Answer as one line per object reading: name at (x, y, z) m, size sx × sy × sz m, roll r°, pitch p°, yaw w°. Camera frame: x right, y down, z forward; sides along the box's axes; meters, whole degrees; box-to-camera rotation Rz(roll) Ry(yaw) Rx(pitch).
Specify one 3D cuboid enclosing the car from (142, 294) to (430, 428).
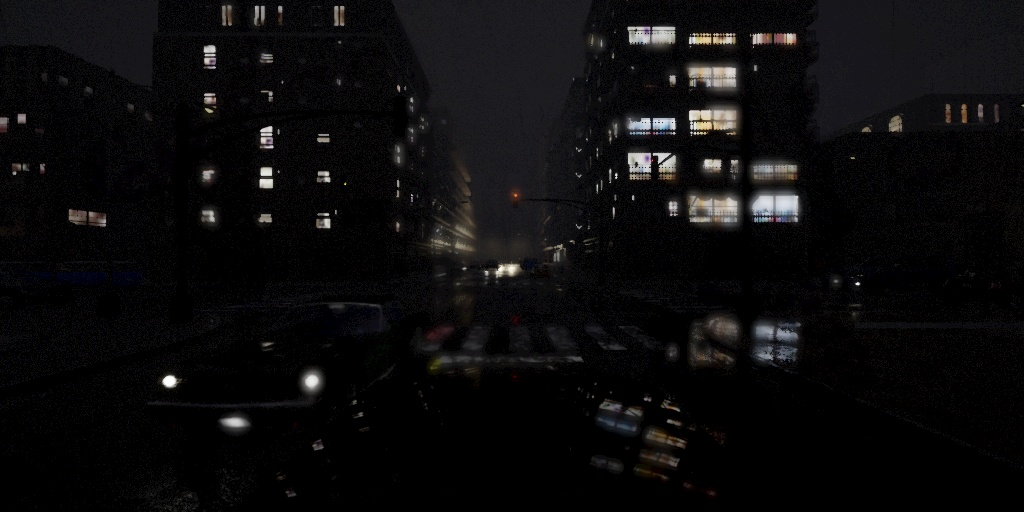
car at (-2.760, 1.352, 5.776) m, size 1.895 × 1.301 × 4.718 m, roll 0°, pitch 0°, yaw 0°

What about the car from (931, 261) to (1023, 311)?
car at (18.660, 1.103, 13.132) m, size 4.097 × 1.591 × 1.967 m, roll 0°, pitch 0°, yaw 1°

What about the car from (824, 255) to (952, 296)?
car at (19.559, 0.952, 18.552) m, size 5.566 × 2.045 × 2.150 m, roll 0°, pitch -1°, yaw 1°

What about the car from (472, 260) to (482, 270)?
car at (-5.445, 1.367, 52.963) m, size 1.802 × 1.307 × 4.207 m, roll 0°, pitch 0°, yaw 0°

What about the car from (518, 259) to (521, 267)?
car at (2.435, 1.100, 53.041) m, size 2.192 × 1.841 × 5.009 m, roll 0°, pitch 0°, yaw 0°

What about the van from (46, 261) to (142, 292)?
van at (-24.858, 1.191, 21.580) m, size 3.998 × 1.789 × 1.690 m, roll 0°, pitch 0°, yaw 1°

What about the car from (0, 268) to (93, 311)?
car at (-19.367, 1.290, 13.628) m, size 4.403 × 1.370 × 2.007 m, roll 0°, pitch 0°, yaw 1°

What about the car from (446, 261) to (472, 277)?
car at (-5.531, 1.317, 35.990) m, size 2.007 × 1.370 × 4.403 m, roll 0°, pitch 0°, yaw 0°

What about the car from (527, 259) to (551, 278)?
car at (2.615, 1.290, 33.555) m, size 1.751 × 1.417 × 4.829 m, roll 0°, pitch 0°, yaw 0°

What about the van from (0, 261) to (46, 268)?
van at (-30.452, 1.201, 21.652) m, size 3.998 × 1.789 × 1.690 m, roll 0°, pitch 0°, yaw 1°

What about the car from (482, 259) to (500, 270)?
car at (-2.878, 1.262, 52.187) m, size 1.837 × 1.490 × 4.892 m, roll 0°, pitch 0°, yaw 0°

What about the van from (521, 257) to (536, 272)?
van at (2.482, 1.119, 47.388) m, size 1.690 × 1.789 × 3.998 m, roll 0°, pitch 0°, yaw 0°
